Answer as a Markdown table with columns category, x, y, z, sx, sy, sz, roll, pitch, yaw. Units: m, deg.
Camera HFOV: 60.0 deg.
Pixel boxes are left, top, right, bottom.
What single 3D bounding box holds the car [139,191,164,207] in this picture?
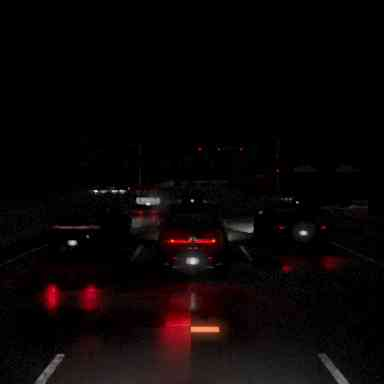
| category | x | y | z | sx | sy | sz | roll | pitch | yaw |
| --- | --- | --- | --- | --- | --- | --- | --- | --- | --- |
| car | -3.464 | 0.561 | 28.578 | 1.895 | 1.301 | 4.718 | 0 | 2 | 0 |

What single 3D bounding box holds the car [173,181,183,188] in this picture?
| category | x | y | z | sx | sy | sz | roll | pitch | yaw |
| --- | --- | --- | --- | --- | --- | --- | --- | --- | --- |
| car | -3.639 | -1.804 | 82.530 | 2.033 | 1.411 | 5.357 | 0 | 2 | 0 |

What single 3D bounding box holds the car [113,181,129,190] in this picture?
| category | x | y | z | sx | sy | sz | roll | pitch | yaw |
| --- | --- | --- | --- | --- | --- | --- | --- | --- | --- |
| car | -14.119 | -1.085 | 64.983 | 1.837 | 1.490 | 4.892 | 0 | 3 | 0 |

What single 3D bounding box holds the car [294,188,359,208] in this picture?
| category | x | y | z | sx | sy | sz | roll | pitch | yaw |
| --- | --- | --- | --- | --- | --- | --- | --- | --- | --- |
| car | 10.639 | 0.534 | 26.961 | 4.892 | 1.490 | 1.837 | -1 | 0 | -17 |

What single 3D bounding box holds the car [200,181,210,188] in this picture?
| category | x | y | z | sx | sy | sz | roll | pitch | yaw |
| --- | --- | --- | --- | --- | --- | --- | --- | --- | --- |
| car | 3.361 | -1.869 | 82.539 | 1.882 | 1.535 | 5.008 | 0 | 2 | 0 |

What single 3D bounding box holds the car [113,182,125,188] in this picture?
| category | x | y | z | sx | sy | sz | roll | pitch | yaw |
| --- | --- | --- | --- | --- | --- | --- | --- | --- | --- |
| car | -17.636 | -1.677 | 80.863 | 1.895 | 1.301 | 4.718 | 0 | 2 | 0 |

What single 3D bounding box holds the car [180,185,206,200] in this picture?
| category | x | y | z | sx | sy | sz | roll | pitch | yaw |
| --- | --- | --- | --- | --- | --- | --- | --- | --- | --- |
| car | 0.037 | 0.382 | 30.513 | 1.837 | 1.490 | 4.892 | 0 | 2 | 0 |

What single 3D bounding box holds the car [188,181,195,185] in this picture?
| category | x | y | z | sx | sy | sz | roll | pitch | yaw |
| --- | --- | --- | --- | --- | --- | --- | --- | --- | --- |
| car | -0.139 | -1.805 | 82.536 | 2.033 | 1.411 | 5.357 | 0 | 2 | 0 |

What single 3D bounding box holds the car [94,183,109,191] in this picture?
| category | x | y | z | sx | sy | sz | roll | pitch | yaw |
| --- | --- | --- | --- | --- | --- | --- | --- | --- | --- |
| car | -17.614 | -1.023 | 64.859 | 1.994 | 1.385 | 4.181 | 0 | 3 | 0 |

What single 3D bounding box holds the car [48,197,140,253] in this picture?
| category | x | y | z | sx | sy | sz | roll | pitch | yaw |
| --- | --- | --- | --- | --- | --- | --- | --- | --- | --- |
| car | -3.446 | 1.148 | 12.027 | 2.128 | 1.511 | 4.902 | 0 | 2 | 0 |

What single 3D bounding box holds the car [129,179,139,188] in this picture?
| category | x | y | z | sx | sy | sz | roll | pitch | yaw |
| --- | --- | --- | --- | --- | --- | --- | --- | --- | --- |
| car | -14.137 | -2.060 | 81.108 | 2.150 | 2.045 | 5.566 | 0 | 2 | 0 |

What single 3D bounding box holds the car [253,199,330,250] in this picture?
| category | x | y | z | sx | sy | sz | roll | pitch | yaw |
| --- | --- | --- | --- | --- | --- | --- | --- | --- | --- |
| car | 3.552 | 1.199 | 12.558 | 1.994 | 1.385 | 4.181 | 0 | 2 | 0 |

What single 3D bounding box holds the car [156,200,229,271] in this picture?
| category | x | y | z | sx | sy | sz | roll | pitch | yaw |
| --- | --- | --- | --- | --- | --- | --- | --- | --- | --- |
| car | 0.042 | 1.243 | 10.007 | 1.837 | 1.490 | 4.892 | 0 | 2 | 1 |

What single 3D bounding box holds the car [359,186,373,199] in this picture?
| category | x | y | z | sx | sy | sz | roll | pitch | yaw |
| --- | --- | --- | --- | --- | --- | --- | --- | --- | --- |
| car | 19.827 | 0.067 | 37.629 | 4.902 | 1.511 | 2.128 | 0 | 2 | 2 |

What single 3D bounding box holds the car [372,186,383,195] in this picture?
| category | x | y | z | sx | sy | sz | roll | pitch | yaw |
| --- | --- | --- | --- | --- | --- | --- | --- | --- | --- |
| car | 22.005 | 0.274 | 34.058 | 5.357 | 1.411 | 2.033 | 0 | 2 | 2 |

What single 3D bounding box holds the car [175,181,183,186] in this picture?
| category | x | y | z | sx | sy | sz | roll | pitch | yaw |
| --- | --- | --- | --- | --- | --- | --- | --- | --- | --- |
| car | -3.657 | -2.360 | 92.936 | 2.128 | 1.511 | 4.902 | 0 | 2 | 0 |

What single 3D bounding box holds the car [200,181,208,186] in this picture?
| category | x | y | z | sx | sy | sz | roll | pitch | yaw |
| --- | --- | --- | --- | --- | --- | --- | --- | --- | --- |
| car | 3.343 | -2.292 | 92.981 | 1.895 | 1.301 | 4.718 | 0 | 2 | 0 |

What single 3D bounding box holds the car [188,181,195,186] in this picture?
| category | x | y | z | sx | sy | sz | roll | pitch | yaw |
| --- | --- | --- | --- | --- | --- | --- | --- | --- | --- |
| car | -0.157 | -2.345 | 92.942 | 2.033 | 1.411 | 5.357 | 0 | 2 | 0 |
